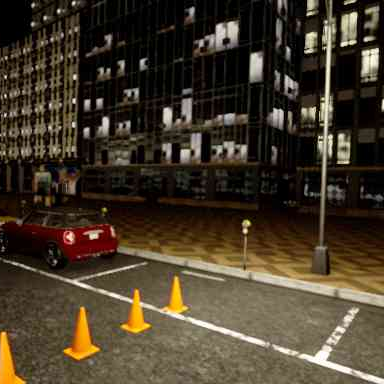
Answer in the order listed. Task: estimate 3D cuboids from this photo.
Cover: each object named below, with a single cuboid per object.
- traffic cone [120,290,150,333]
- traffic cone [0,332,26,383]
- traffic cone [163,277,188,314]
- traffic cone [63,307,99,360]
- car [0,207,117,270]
[{"bbox_3d":[-0.889,1.846,5.270,0.340,0.580,0.340,2,1,36],"label":"traffic cone"},{"bbox_3d":[-2.071,1.842,3.657,0.340,0.580,0.340,2,1,36],"label":"traffic cone"},{"bbox_3d":[-0.297,1.849,6.077,0.340,0.580,0.340,2,1,36],"label":"traffic cone"},{"bbox_3d":[-1.480,1.844,4.464,0.340,0.580,0.340,2,1,36],"label":"traffic cone"},{"bbox_3d":[-4.216,1.160,10.140,4.097,1.590,1.967,2,2,36],"label":"car"}]
